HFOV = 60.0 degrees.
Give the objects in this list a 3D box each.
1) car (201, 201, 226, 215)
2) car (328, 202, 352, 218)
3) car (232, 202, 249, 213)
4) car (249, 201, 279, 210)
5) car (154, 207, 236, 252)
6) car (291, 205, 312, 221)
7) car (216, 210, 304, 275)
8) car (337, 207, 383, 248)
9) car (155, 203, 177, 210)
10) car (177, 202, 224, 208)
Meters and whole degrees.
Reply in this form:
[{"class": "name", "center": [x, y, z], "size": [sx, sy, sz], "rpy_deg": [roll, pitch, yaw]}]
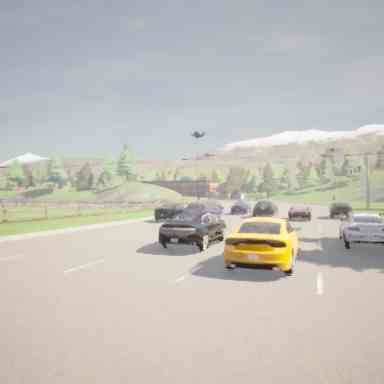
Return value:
[{"class": "car", "center": [2.666, 1.901, 40.784], "size": [1.812, 1.442, 4.674], "rpy_deg": [0, -1, 20]}, {"class": "car", "center": [14.500, 1.762, 32.433], "size": [1.837, 1.490, 4.892], "rpy_deg": [0, -1, 21]}, {"class": "car", "center": [5.895, 1.878, 39.441], "size": [1.812, 1.442, 4.674], "rpy_deg": [0, -1, 20]}, {"class": "car", "center": [7.595, 1.647, 33.978], "size": [2.097, 1.767, 4.553], "rpy_deg": [0, -1, 21]}, {"class": "car", "center": [0.219, 1.633, 14.866], "size": [2.128, 1.511, 4.902], "rpy_deg": [0, 0, 21]}, {"class": "car", "center": [9.910, 1.853, 30.243], "size": [1.895, 1.301, 4.718], "rpy_deg": [0, -1, 21]}, {"class": "car", "center": [2.502, 1.576, 11.063], "size": [1.882, 1.535, 5.008], "rpy_deg": [0, -1, 21]}, {"class": "car", "center": [7.809, 1.644, 15.089], "size": [1.812, 1.442, 4.674], "rpy_deg": [0, -1, 21]}, {"class": "car", "center": [-1.575, 1.763, 29.649], "size": [1.882, 1.535, 5.008], "rpy_deg": [0, -1, 21]}, {"class": "car", "center": [0.885, 1.598, 26.313], "size": [2.097, 1.767, 4.553], "rpy_deg": [0, -1, 21]}]
